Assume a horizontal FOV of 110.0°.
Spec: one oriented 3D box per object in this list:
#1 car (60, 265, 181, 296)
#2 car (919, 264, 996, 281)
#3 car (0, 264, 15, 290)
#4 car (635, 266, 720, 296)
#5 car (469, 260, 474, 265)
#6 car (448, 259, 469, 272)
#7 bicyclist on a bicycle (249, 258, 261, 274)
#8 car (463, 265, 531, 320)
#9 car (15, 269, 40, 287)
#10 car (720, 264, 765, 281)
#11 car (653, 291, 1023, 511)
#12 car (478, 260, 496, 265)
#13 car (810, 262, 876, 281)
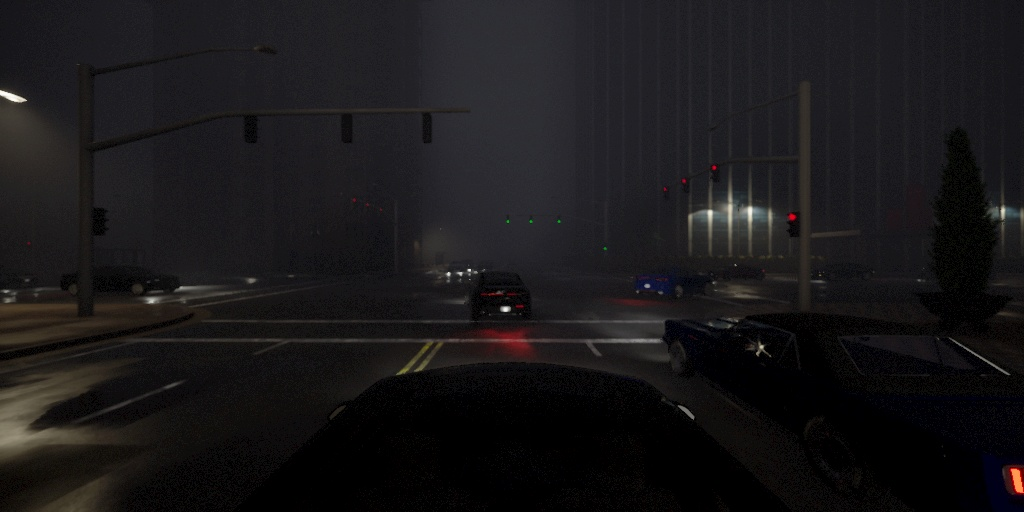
[{"bbox_3d":[-20.499,1.238,18.930,5.008,1.535,1.882,0,0,-2],"label":"car"},{"bbox_3d":[37.391,1.121,30.199,4.553,1.767,2.097,0,0,0],"label":"car"},{"bbox_3d":[-30.066,1.238,18.845,5.008,1.535,1.882,0,0,0],"label":"car"},{"bbox_3d":[8.235,1.238,18.074,5.008,1.535,1.882,0,-2,-37],"label":"car"},{"bbox_3d":[-7.061,1.289,55.964,1.837,1.490,4.892,0,0,0],"label":"car"},{"bbox_3d":[-7.091,1.304,46.708,1.812,1.442,4.674,0,0,0],"label":"car"},{"bbox_3d":[-26.419,1.072,36.849,0.582,1.620,1.656,0,0,-1],"label":"bicyclist on a bicycle"},{"bbox_3d":[-0.598,1.263,12.734,1.837,1.490,4.892,0,0,-10],"label":"car"},{"bbox_3d":[-32.640,1.253,22.314,4.902,1.511,2.128,0,0,0],"label":"car"},{"bbox_3d":[18.706,1.332,30.021,4.181,1.385,1.994,0,0,-1],"label":"car"},{"bbox_3d":[3.622,1.353,4.385,1.895,1.301,4.718,0,0,1],"label":"car"},{"bbox_3d":[-3.590,1.343,48.578,1.994,1.385,4.181,0,0,0],"label":"car"},{"bbox_3d":[27.558,1.273,30.111,4.892,1.490,1.837,0,0,-1],"label":"car"}]
